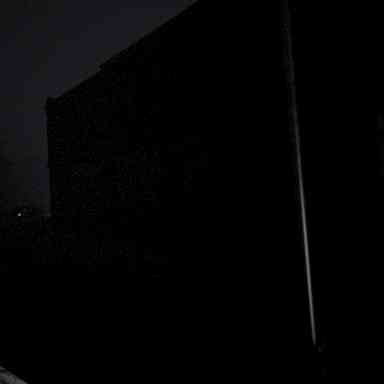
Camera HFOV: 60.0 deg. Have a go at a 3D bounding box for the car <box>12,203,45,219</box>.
[{"bbox_3d":[-16.670,1.895,34.033,1.837,1.490,4.892,-2,0,-6],"label":"car"}]
